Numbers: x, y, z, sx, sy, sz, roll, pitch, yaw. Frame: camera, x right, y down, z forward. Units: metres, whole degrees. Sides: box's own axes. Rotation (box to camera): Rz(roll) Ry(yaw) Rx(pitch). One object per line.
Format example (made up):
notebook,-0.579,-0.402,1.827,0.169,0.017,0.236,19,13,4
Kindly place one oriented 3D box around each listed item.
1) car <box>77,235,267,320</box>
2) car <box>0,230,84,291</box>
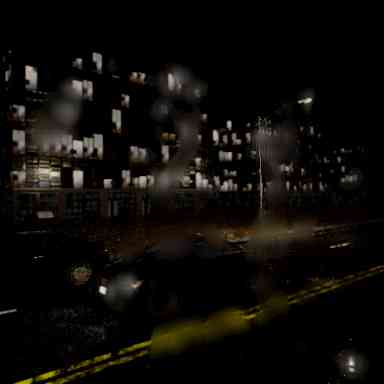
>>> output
car,-0.175,1.725,7.725,4.181,1.385,1.994,0,-1,-39
car,-4.431,1.760,8.516,4.674,1.442,1.812,0,-1,-38
